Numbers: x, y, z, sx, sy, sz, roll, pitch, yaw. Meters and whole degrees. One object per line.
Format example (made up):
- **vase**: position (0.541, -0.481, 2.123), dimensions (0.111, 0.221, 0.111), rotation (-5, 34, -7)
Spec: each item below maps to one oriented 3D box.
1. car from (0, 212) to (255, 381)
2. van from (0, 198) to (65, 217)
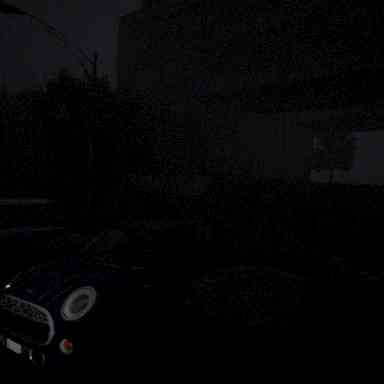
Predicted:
- **car**: position (-0.907, 1.322, 5.966), dimensions (2.185, 1.767, 4.553), rotation (1, 0, 36)
- **van**: position (-5.404, 1.178, 9.280), dimensions (1.878, 1.987, 4.442), rotation (1, 0, 36)
